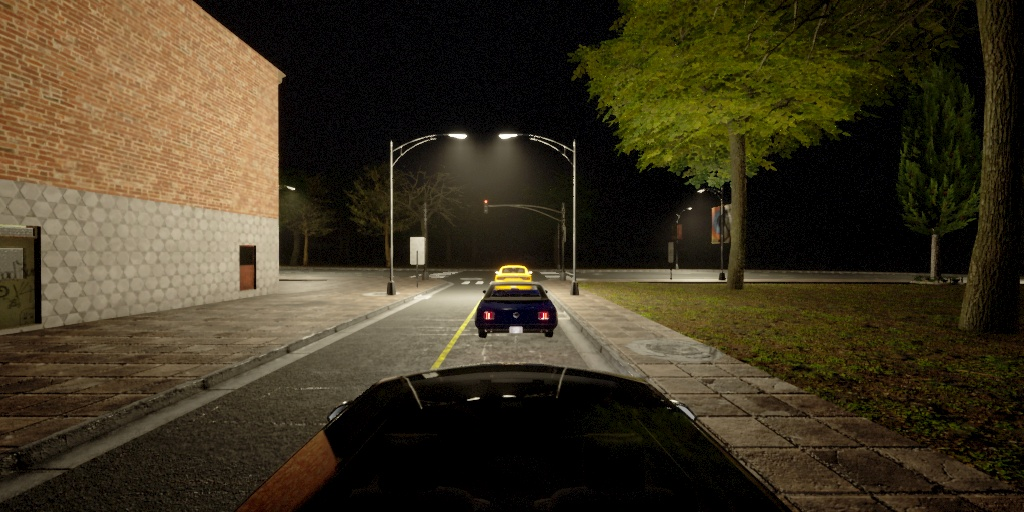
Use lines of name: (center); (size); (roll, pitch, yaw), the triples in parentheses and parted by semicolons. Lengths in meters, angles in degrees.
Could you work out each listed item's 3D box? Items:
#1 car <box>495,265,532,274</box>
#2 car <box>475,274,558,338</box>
car: (0.091, 1.255, 19.519); (1.882, 1.535, 5.008); (0, 0, 1)
car: (0.094, 1.356, 10.174); (1.895, 1.301, 4.718); (0, 0, 0)
